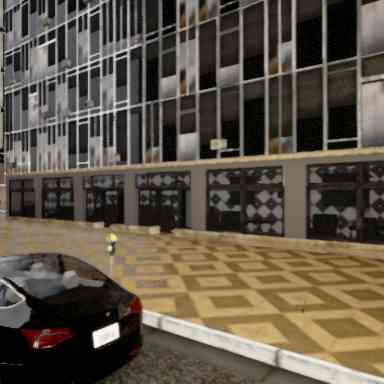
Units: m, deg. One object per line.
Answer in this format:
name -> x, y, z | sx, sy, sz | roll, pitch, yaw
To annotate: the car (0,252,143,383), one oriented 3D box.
car -> -2.601, 1.542, 4.739 | 4.313, 1.339, 1.947 | 0, 0, 36
